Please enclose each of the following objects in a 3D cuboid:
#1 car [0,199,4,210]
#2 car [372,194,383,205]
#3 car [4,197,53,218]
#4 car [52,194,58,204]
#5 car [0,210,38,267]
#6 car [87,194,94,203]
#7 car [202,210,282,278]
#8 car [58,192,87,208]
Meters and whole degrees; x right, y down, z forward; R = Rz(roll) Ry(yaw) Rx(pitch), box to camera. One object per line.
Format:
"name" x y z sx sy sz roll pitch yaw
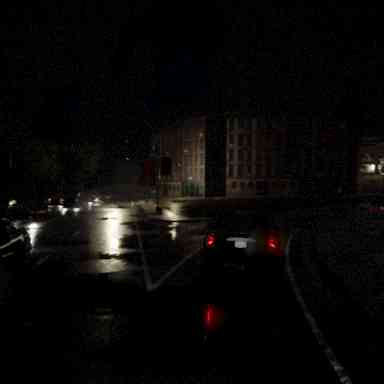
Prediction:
"car" -16.703 1.414 29.529 2.128 1.511 4.902 0 0 -10
"car" 25.178 0.959 43.207 4.674 1.442 1.812 -2 3 -37
"car" -12.821 1.425 26.400 1.882 1.535 5.008 0 0 -11
"car" -20.738 1.095 51.623 2.097 1.767 4.553 0 1 -10
"car" -6.187 1.480 9.611 1.837 1.490 4.892 0 0 -11
"car" -19.260 1.186 61.469 1.837 1.490 4.892 0 3 -10
"car" 1.701 1.344 10.533 2.097 1.767 4.553 1 1 13
"car" -16.456 1.041 46.124 2.150 2.045 5.566 0 0 -10
